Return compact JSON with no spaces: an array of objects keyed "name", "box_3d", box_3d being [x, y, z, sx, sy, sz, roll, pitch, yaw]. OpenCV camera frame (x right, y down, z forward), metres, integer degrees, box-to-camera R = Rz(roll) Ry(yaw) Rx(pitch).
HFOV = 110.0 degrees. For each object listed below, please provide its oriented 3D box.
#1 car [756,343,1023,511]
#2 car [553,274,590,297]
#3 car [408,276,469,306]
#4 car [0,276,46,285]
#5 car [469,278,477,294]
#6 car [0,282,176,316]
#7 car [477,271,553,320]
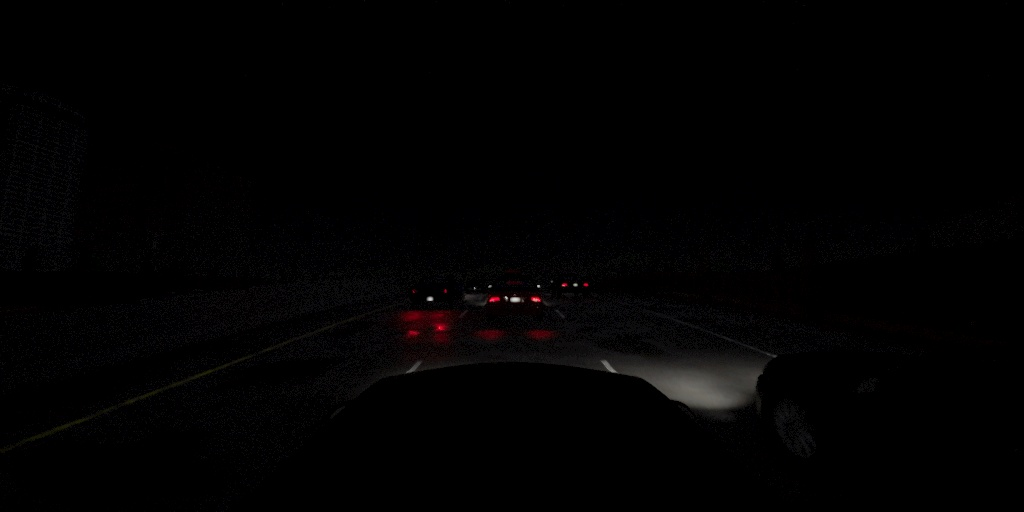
[{"name":"car","box_3d":[3.601,1.254,1.961,1.837,1.490,4.892,0,0,0]},{"name":"car","box_3d":[3.581,1.849,22.730,2.033,1.411,5.357,0,-4,0]},{"name":"car","box_3d":[-3.414,1.596,17.166,1.895,1.301,4.718,0,-3,0]},{"name":"car","box_3d":[-14.103,1.281,8.881,1.837,1.490,4.892,0,0,0]},{"name":"car","box_3d":[-3.431,2.989,35.308,1.837,1.490,4.892,0,-7,0]},{"name":"car","box_3d":[-10.604,1.378,8.879,1.895,1.301,4.718,0,-1,0]},{"name":"car","box_3d":[0.090,1.395,12.996,2.033,1.411,5.357,0,-2,0]}]
